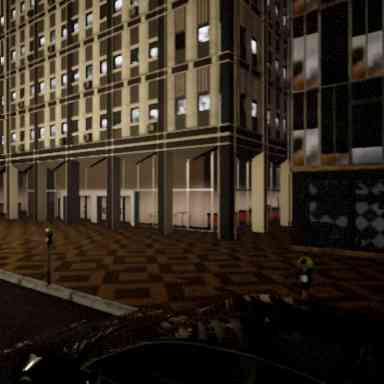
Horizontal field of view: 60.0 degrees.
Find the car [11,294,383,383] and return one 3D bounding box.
[{"bbox_3d":[0.329,1.564,2.644,4.313,1.339,1.947,0,0,36],"label":"car"}]
